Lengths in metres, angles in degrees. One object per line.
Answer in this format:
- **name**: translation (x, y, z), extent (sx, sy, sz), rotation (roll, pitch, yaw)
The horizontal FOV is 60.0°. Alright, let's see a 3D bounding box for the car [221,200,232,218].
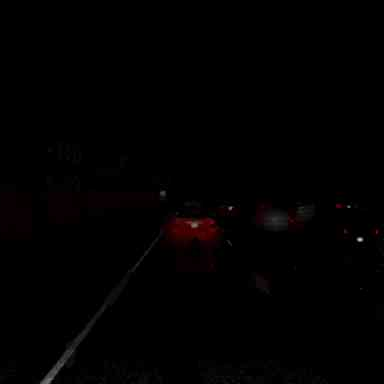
- **car**: translation (3.592, 1.602, 33.216), extent (2.097, 1.767, 4.553), rotation (0, 0, 0)

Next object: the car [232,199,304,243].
- **car**: translation (3.596, 1.350, 16.931), extent (2.150, 2.045, 5.566), rotation (0, 0, 0)

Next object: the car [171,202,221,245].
- **car**: translation (0.096, 1.478, 16.487), extent (2.097, 1.767, 4.553), rotation (0, 0, 0)

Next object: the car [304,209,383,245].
- **car**: translation (7.097, 1.724, 16.264), extent (1.895, 1.301, 4.718), rotation (0, 0, 0)

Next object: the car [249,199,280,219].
- **car**: translation (7.092, 1.602, 33.204), extent (2.097, 1.767, 4.553), rotation (0, 0, 0)

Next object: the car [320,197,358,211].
- **car**: translation (14.094, 1.467, 32.582), extent (2.150, 2.045, 5.566), rotation (0, 0, 0)

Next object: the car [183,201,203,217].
- **car**: translation (0.093, 1.742, 35.041), extent (1.882, 1.535, 5.008), rotation (0, 0, 0)

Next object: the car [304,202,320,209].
- **car**: translation (10.593, 1.744, 33.468), extent (2.128, 1.511, 4.902), rotation (0, 0, 0)
